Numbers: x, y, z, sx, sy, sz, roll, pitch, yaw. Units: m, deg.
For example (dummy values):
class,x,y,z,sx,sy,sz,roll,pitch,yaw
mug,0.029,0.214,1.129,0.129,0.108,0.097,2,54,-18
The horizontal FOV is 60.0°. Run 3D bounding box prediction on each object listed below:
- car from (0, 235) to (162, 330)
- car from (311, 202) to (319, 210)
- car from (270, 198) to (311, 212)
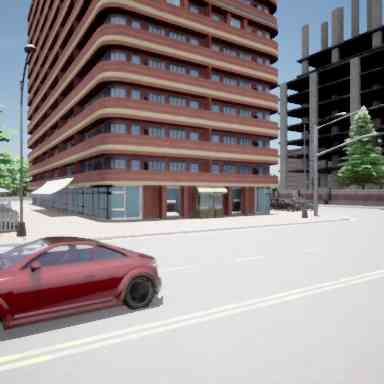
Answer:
class,x,y,z,sx,sy,sz,roll,pitch,yaw
car,-2.668,1.564,6.284,4.181,1.385,1.994,0,0,-35
car,13.549,1.486,41.703,2.128,1.511,4.902,0,0,-33
car,11.055,1.503,39.109,1.837,1.490,4.892,0,0,-32
